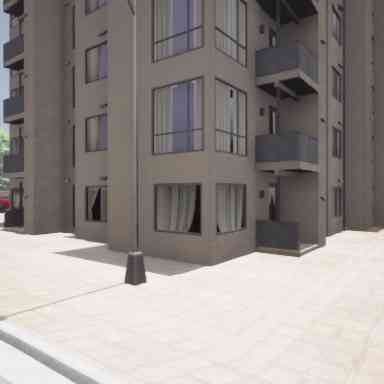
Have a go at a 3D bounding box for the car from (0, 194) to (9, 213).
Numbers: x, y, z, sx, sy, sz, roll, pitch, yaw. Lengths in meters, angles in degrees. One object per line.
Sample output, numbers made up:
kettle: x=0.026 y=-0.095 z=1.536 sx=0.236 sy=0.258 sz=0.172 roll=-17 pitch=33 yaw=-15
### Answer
car: x=-20.754 y=1.258 z=37.383 sx=2.150 sy=2.045 sz=5.566 roll=0 pitch=0 yaw=16
